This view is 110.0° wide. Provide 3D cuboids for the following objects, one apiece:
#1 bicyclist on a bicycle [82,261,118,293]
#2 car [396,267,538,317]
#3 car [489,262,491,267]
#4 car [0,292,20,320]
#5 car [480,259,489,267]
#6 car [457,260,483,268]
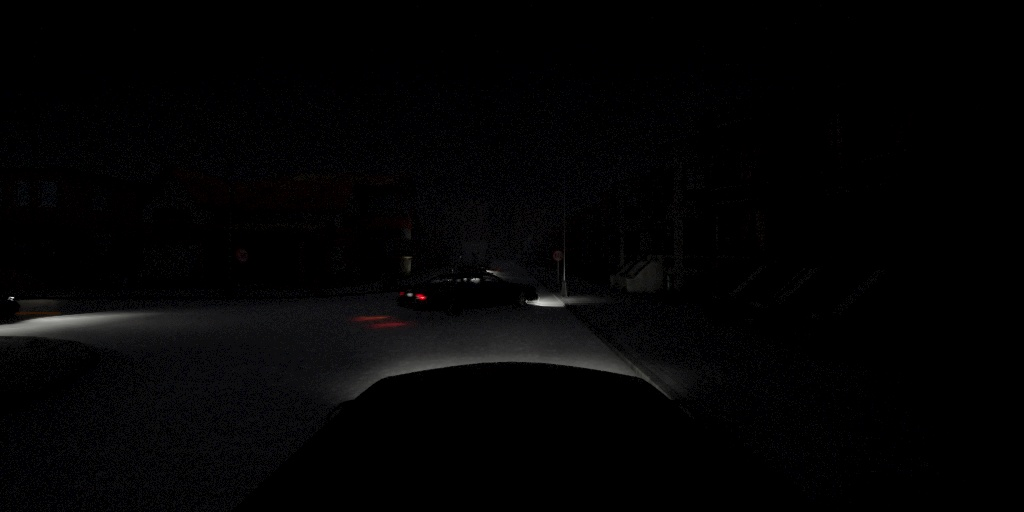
[{"bbox_3d":[-21.604,1.099,18.823,0.582,1.620,1.656,0,0,0],"label":"bicyclist on a bicycle"},{"bbox_3d":[-1.455,1.297,13.235,5.357,1.411,2.033,0,0,-42],"label":"car"},{"bbox_3d":[-4.137,1.241,52.756,2.128,1.511,4.902,0,0,0],"label":"car"},{"bbox_3d":[-17.528,1.276,10.432,4.674,1.442,1.812,0,0,0],"label":"car"},{"bbox_3d":[-4.152,1.228,42.442,1.882,1.535,5.008,0,0,0],"label":"car"},{"bbox_3d":[-4.148,1.314,33.556,1.994,1.385,4.181,0,0,0],"label":"car"}]
